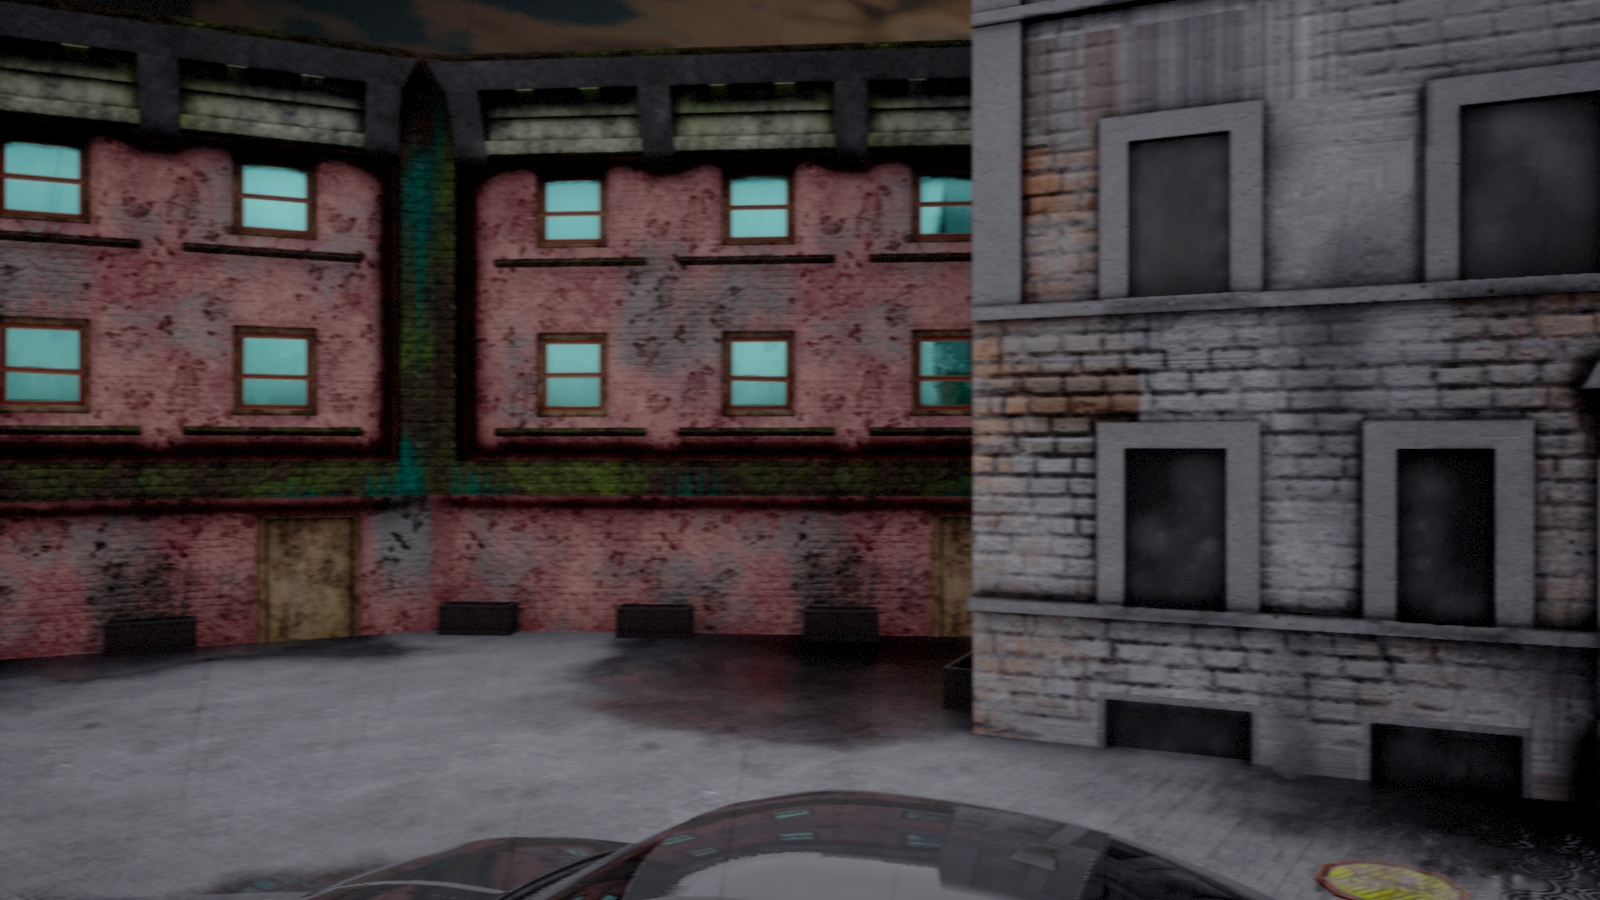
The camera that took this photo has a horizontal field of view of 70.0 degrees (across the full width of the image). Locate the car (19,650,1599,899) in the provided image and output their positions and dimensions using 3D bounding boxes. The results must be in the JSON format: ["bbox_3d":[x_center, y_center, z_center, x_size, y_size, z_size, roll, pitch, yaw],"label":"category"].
[{"bbox_3d":[-0.004,1.804,3.967,5.006,1.535,2.097,0,0,23],"label":"car"}]
